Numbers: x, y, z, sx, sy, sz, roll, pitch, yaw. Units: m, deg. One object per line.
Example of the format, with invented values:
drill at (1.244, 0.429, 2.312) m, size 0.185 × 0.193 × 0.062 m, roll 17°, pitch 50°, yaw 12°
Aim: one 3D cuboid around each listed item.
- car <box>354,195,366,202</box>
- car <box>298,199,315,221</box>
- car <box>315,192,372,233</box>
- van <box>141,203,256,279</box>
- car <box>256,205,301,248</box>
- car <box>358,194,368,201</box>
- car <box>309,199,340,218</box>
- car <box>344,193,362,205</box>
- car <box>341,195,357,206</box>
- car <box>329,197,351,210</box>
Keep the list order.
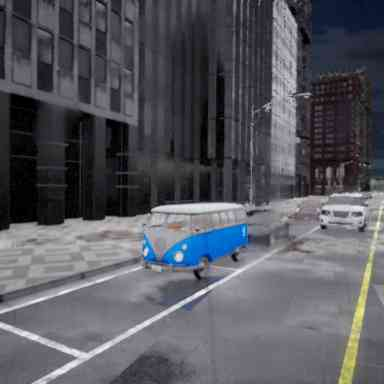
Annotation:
car at (34.299, 1.260, 67.954) m, size 1.947 × 1.339 × 4.313 m, roll 1°, pitch 0°, yaw 30°
car at (8.759, 1.262, 24.099) m, size 1.967 × 1.590 × 4.097 m, roll 1°, pitch 1°, yaw 30°
car at (8.921, 1.094, 19.248) m, size 2.150 × 2.045 × 5.566 m, roll 1°, pitch 1°, yaw 30°
van at (0.247, 1.230, 9.479) m, size 1.690 × 1.788 × 3.998 m, roll 1°, pitch 1°, yaw 30°
car at (3.082, 1.429, 14.354) m, size 1.947 × 1.339 × 4.313 m, roll 1°, pitch 1°, yaw 30°
car at (39.975, 1.225, 77.698) m, size 1.887 × 1.381 × 4.507 m, roll 1°, pitch 0°, yaw 30°
car at (11.596, 1.347, 28.972) m, size 1.887 × 1.381 × 4.507 m, roll 1°, pitch 1°, yaw 30°
car at (25.787, 1.033, 53.333) m, size 2.192 × 1.841 × 5.009 m, roll 1°, pitch 0°, yaw 30°
car at (22.862, 1.254, 48.316) m, size 1.752 × 1.417 × 4.829 m, roll 1°, pitch 1°, yaw 30°
car at (17.272, 1.345, 38.718) m, size 1.802 × 1.307 × 4.206 m, roll 1°, pitch 1°, yaw 30°
